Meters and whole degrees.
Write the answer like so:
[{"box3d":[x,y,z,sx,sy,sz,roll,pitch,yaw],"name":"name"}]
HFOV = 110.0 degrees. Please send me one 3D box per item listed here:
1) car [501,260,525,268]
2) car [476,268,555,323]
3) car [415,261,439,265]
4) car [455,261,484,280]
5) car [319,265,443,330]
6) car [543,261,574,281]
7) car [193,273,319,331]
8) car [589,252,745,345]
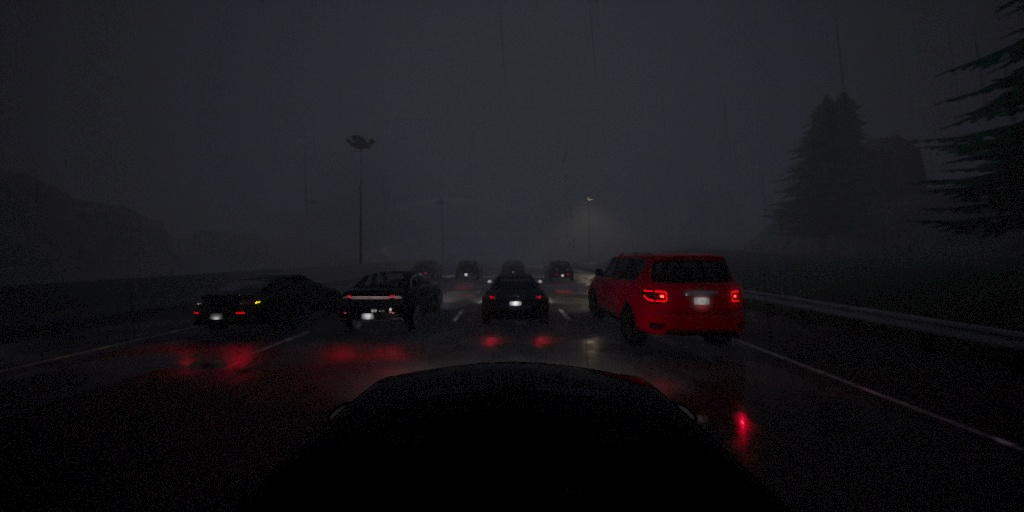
[{"box3d":[0.093,1.081,30.036,1.882,1.535,5.008,0,0,0],"name":"car"},{"box3d":[0.097,1.262,11.857,1.994,1.385,4.181,0,0,0],"name":"car"},{"box3d":[-6.907,1.111,29.496,1.837,1.490,4.892,0,0,0],"name":"car"},{"box3d":[-3.407,1.114,29.001,1.837,1.490,4.892,0,0,0],"name":"car"},{"box3d":[-3.403,1.194,10.876,2.128,1.511,4.902,0,0,0],"name":"car"},{"box3d":[3.594,1.120,27.920,1.837,1.490,4.892,0,0,0],"name":"car"},{"box3d":[-6.902,1.229,10.672,1.812,1.442,4.674,0,0,0],"name":"car"},{"box3d":[3.598,0.932,9.487,2.150,2.045,5.566,0,0,0],"name":"car"}]
